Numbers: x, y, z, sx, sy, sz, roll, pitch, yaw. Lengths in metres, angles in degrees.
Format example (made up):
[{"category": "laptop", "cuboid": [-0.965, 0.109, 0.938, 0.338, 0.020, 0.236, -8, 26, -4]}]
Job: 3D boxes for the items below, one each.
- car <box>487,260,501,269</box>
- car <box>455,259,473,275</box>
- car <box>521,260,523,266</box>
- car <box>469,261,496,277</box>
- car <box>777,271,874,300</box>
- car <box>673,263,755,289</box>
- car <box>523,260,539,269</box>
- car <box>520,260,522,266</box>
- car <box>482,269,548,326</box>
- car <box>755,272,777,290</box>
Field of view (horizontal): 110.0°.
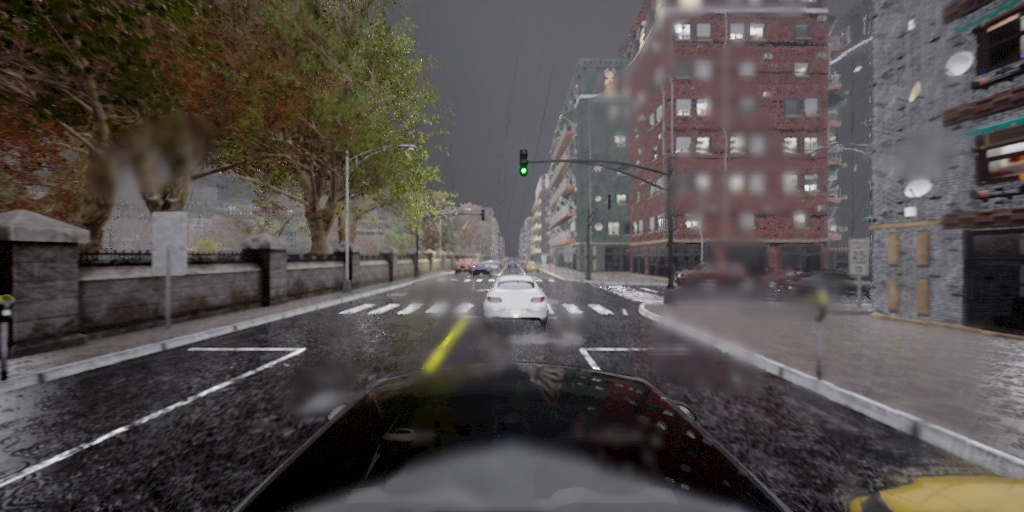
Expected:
[{"category": "car", "cuboid": [-2.983, 1.560, 52.990, 1.895, 1.301, 4.718, 0, 0, 0]}, {"category": "car", "cuboid": [-5.621, 1.230, 43.270, 2.192, 1.841, 5.009, 0, 0, 0]}, {"category": "car", "cuboid": [2.779, 1.510, 54.326, 1.888, 1.381, 4.507, 0, 0, 0]}, {"category": "car", "cuboid": [-3.035, 1.491, 37.386, 1.895, 1.301, 4.718, 0, 0, 0]}, {"category": "car", "cuboid": [18.712, 1.698, 20.883, 4.892, 1.490, 1.837, 1, 0, 0]}, {"category": "car", "cuboid": [14.639, 1.433, 26.649, 5.009, 1.841, 2.192, 0, 0, 0]}, {"category": "car", "cuboid": [2.769, 1.465, 48.961, 1.751, 1.417, 4.829, 0, 0, 0]}, {"category": "car", "cuboid": [2.788, 1.540, 59.862, 2.007, 1.370, 4.403, 0, 0, 0]}, {"category": "car", "cuboid": [0.115, 1.314, 11.683, 1.812, 1.442, 4.674, 0, 0, 0]}, {"category": "car", "cuboid": [20.334, 1.767, 26.657, 4.507, 1.381, 1.888, 0, 0, 0]}]
